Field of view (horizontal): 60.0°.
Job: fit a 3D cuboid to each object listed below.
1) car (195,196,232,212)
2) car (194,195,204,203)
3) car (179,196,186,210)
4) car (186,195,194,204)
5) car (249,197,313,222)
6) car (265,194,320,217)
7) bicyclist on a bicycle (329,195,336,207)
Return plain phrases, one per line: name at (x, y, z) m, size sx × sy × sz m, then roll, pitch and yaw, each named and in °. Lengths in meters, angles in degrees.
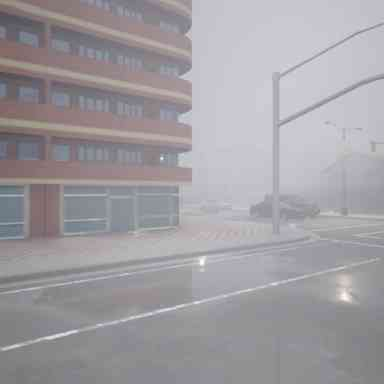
car at (2.716, 1.525, 39.259) m, size 1.812 × 1.442 × 4.674 m, roll 0°, pitch 0°, yaw -35°
car at (0.787, 1.352, 62.494) m, size 2.097 × 1.767 × 4.553 m, roll 0°, pitch 0°, yaw -35°
car at (-3.127, 1.526, 41.575) m, size 1.812 × 1.442 × 4.674 m, roll 0°, pitch 0°, yaw -35°
car at (-2.064, 1.526, 60.548) m, size 1.812 × 1.442 × 4.674 m, roll 0°, pitch 0°, yaw -34°
car at (6.869, 1.478, 27.012) m, size 1.882 × 1.535 × 5.008 m, roll 0°, pitch 0°, yaw -34°
car at (8.854, 1.221, 30.344) m, size 2.150 × 2.045 × 5.566 m, roll 0°, pitch 0°, yaw -34°
bicyclist on a bicycle at (19.354, 1.300, 45.898) m, size 1.656 × 1.620 × 0.582 m, roll 0°, pitch 0°, yaw -35°
